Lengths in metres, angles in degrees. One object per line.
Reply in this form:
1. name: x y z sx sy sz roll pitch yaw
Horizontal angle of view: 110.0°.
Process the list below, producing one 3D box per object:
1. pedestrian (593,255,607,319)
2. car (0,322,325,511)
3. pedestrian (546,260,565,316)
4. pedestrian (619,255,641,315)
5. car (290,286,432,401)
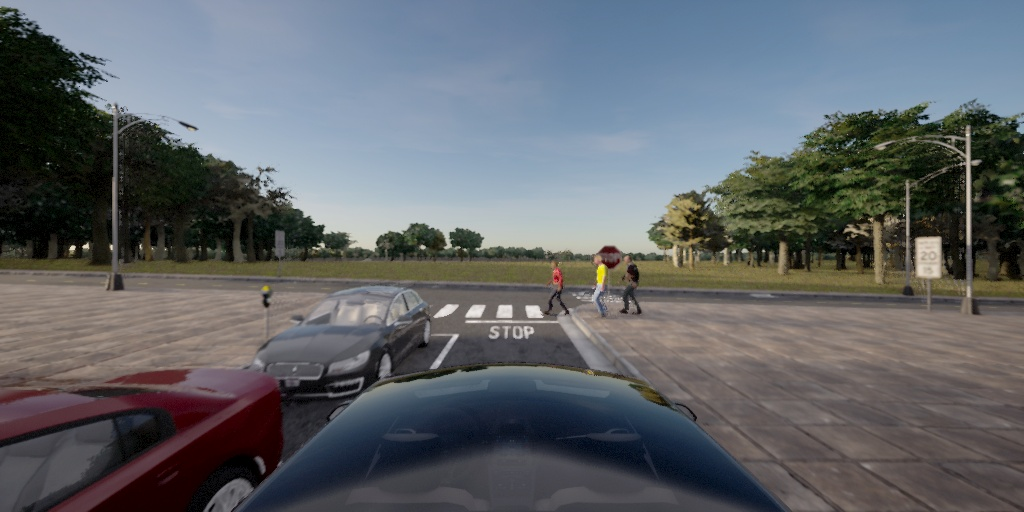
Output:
1. pedestrian: 2.554 0.843 10.227 0.375 1.860 0.375 1 0 0
2. car: -2.637 1.299 0.951 1.888 1.381 4.507 0 0 0
3. pedestrian: 1.385 0.990 11.427 0.375 1.860 0.375 1 0 0
4. pedestrian: 3.548 0.841 10.827 0.375 1.860 0.375 1 0 0
5. car: -2.637 1.274 6.492 2.007 1.370 4.403 0 0 0
